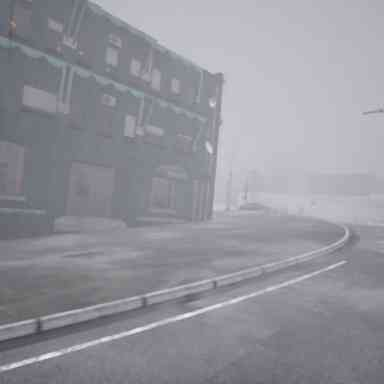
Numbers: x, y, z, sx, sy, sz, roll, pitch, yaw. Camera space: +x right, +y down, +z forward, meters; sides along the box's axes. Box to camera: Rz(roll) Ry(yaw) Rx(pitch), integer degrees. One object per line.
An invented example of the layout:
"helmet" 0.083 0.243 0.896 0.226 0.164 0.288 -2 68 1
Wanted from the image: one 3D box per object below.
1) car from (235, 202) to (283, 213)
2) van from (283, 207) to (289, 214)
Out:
"car" 8.190 2.077 40.917 4.892 1.490 1.837 0 -6 40
"van" 15.466 3.645 56.677 1.878 1.987 4.442 2 -6 20
